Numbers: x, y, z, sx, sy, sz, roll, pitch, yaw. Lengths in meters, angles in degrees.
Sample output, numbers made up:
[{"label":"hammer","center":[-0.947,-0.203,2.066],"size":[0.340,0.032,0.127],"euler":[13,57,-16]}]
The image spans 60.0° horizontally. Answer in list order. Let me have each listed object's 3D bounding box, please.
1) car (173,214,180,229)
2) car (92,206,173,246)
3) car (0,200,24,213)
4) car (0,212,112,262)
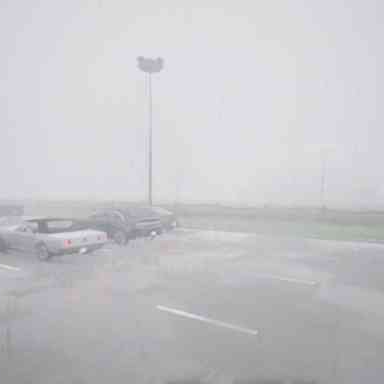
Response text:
[{"label":"car","center":[-2.808,1.513,18.890],"size":[4.674,1.442,1.812],"euler":[0,0,35]},{"label":"car","center":[-3.548,1.481,15.121],"size":[4.902,1.511,2.128],"euler":[0,0,35]},{"label":"car","center":[-16.479,1.448,28.638],"size":[5.008,1.535,1.882],"euler":[0,0,35]},{"label":"car","center":[-5.335,1.590,12.094],"size":[4.718,1.301,1.895],"euler":[0,0,35]}]
